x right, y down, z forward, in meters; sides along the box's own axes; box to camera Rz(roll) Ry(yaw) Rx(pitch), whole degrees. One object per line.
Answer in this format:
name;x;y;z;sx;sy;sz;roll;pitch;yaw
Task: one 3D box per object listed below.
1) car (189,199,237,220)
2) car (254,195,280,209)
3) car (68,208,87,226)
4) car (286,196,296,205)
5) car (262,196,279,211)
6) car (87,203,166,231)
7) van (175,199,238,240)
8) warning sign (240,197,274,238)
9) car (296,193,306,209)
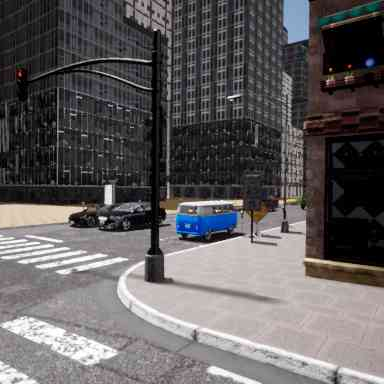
car;1.894;1.426;28.428;1.837;1.490;4.892;1;1;36
car;10.072;1.293;44.395;1.967;1.590;4.097;1;1;35
car;-5.963;1.467;21.855;1.947;1.339;4.313;1;1;35
car;16.388;1.363;53.275;1.752;1.417;4.829;1;1;35
car;7.788;1.429;36.708;1.812;1.442;4.674;1;1;36
car;-3.626;1.430;20.672;2.128;1.511;4.902;1;1;35
van;0.869;1.368;16.995;1.690;1.788;3.998;1;1;35
warning sign;3.150;1.177;16.101;1.300;1.860;1.060;1;1;35
car;15.452;1.159;42.069;2.150;2.045;5.566;1;1;36
